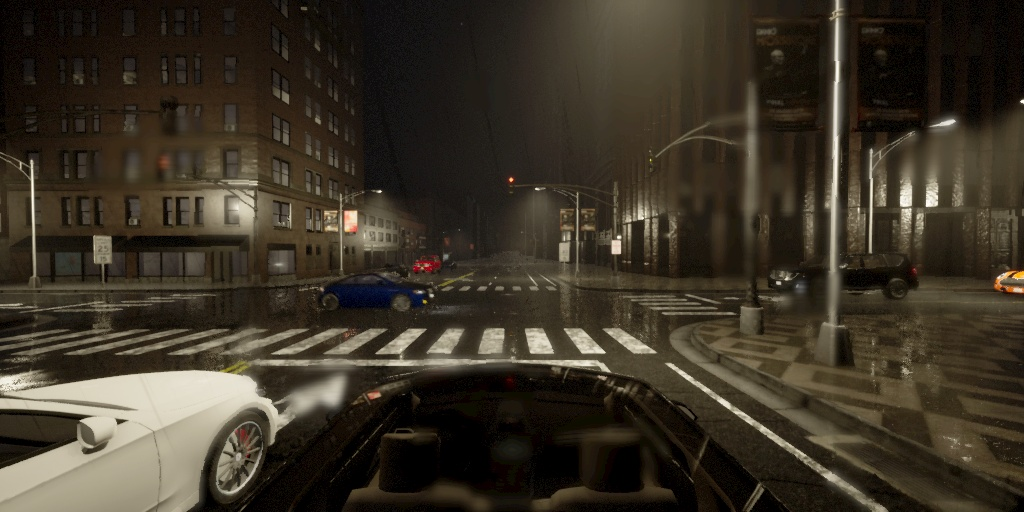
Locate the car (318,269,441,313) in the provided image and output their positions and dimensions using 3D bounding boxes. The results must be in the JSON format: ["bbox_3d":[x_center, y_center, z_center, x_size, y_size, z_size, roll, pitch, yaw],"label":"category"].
[{"bbox_3d":[-5.028,1.312,13.631,4.181,1.385,1.994,0,0,4],"label":"car"}]

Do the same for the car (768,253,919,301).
[{"bbox_3d":[14.868,0.868,16.250,5.566,2.045,2.150,0,1,1],"label":"car"}]

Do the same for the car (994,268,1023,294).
[{"bbox_3d":[25.181,0.958,16.259,4.553,1.767,2.097,0,1,0],"label":"car"}]

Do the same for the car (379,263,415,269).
[{"bbox_3d":[-9.761,1.278,29.577,1.812,1.442,4.674,0,0,1],"label":"car"}]

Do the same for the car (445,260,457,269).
[{"bbox_3d":[-9.648,1.300,54.895,2.033,1.411,5.357,0,0,2],"label":"car"}]

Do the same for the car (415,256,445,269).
[{"bbox_3d":[-9.720,0.975,41.552,2.150,2.045,5.566,0,0,0],"label":"car"}]

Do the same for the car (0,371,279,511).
[{"bbox_3d":[-3.159,1.276,1.425,1.812,1.442,4.674,0,0,2],"label":"car"}]
